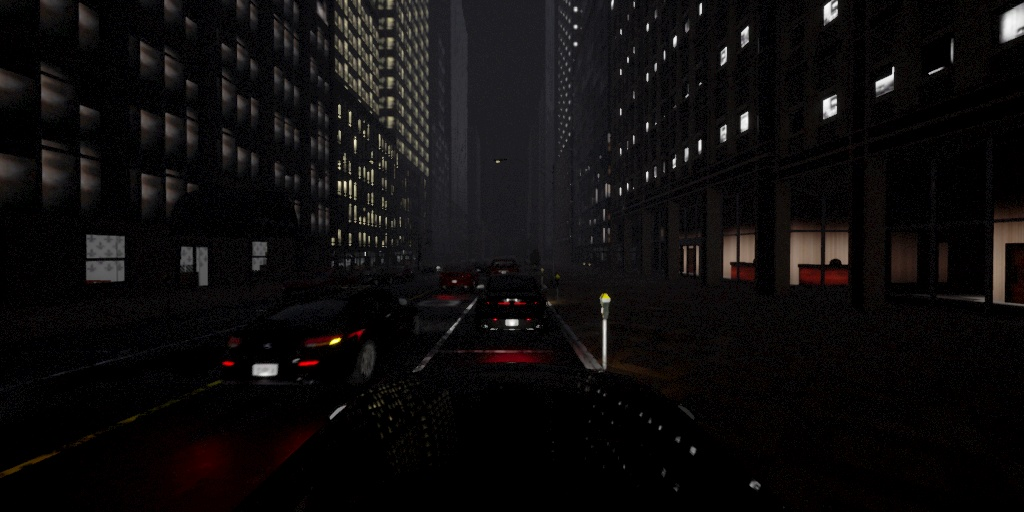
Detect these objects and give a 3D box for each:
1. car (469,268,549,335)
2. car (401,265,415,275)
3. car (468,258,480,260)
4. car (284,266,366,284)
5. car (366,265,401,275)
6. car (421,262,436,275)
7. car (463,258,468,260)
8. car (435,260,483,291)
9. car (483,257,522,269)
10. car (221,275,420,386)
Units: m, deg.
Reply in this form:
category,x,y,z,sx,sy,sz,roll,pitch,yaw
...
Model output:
category,x,y,z,sx,sy,sz,roll,pitch,yaw
car,-0.001,1.252,10.501,1.837,1.490,4.892,0,0,0
car,-8.837,1.327,28.206,1.802,1.307,4.207,0,0,0
car,-3.092,1.221,36.940,1.882,1.535,5.008,0,0,0
car,-8.837,1.292,16.839,1.888,1.381,4.507,0,0,0
car,-8.838,1.297,22.523,2.007,1.370,4.403,0,0,0
car,-8.837,1.294,39.574,2.007,1.370,4.403,0,0,0
car,-6.189,1.234,44.555,2.128,1.511,4.902,0,0,0
car,-3.089,1.224,21.908,1.882,1.535,5.008,0,0,1
car,-0.457,1.061,22.523,2.192,1.841,5.009,0,0,0
car,-3.150,1.274,6.871,1.812,1.442,4.674,0,0,0
